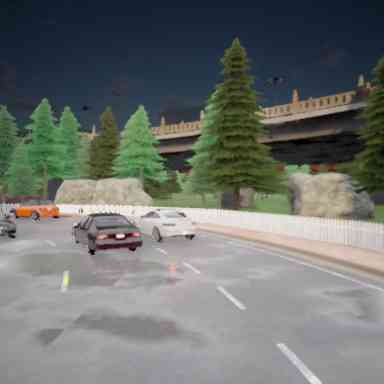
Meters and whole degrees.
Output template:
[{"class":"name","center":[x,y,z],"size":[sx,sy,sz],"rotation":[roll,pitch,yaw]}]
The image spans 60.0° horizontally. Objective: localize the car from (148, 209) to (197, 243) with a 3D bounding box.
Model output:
[{"class":"car","center":[-1.432,1.551,16.422],"size":[1.812,1.442,4.674],"rotation":[0,0,-29]}]

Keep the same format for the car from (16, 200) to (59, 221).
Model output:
[{"class":"car","center":[-13.581,1.455,28.683],"size":[4.553,1.767,2.097],"rotation":[0,0,33]}]

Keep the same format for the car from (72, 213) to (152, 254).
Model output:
[{"class":"car","center":[-3.663,1.582,13.755],"size":[2.033,1.411,5.357],"rotation":[0,0,-28]}]

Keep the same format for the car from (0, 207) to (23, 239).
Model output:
[{"class":"car","center":[-10.428,1.600,16.995],"size":[1.812,1.442,4.674],"rotation":[0,0,-42]}]
